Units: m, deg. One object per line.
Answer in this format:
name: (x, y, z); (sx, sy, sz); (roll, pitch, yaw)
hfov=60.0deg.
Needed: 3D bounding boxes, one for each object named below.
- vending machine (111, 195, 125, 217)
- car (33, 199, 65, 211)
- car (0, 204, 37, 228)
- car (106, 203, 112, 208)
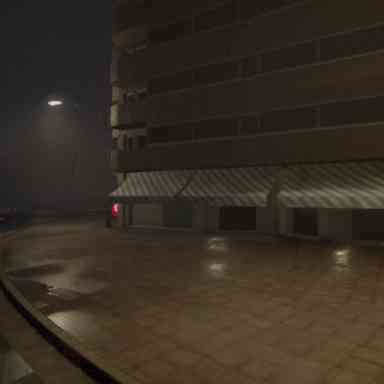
vending machine: (-7.345, 1.365, 33.035); (1.100, 2.100, 0.880); (0, 0, 14)
car: (-19.321, 1.713, 44.487); (1.882, 1.535, 5.008); (0, 0, 25)
car: (-12.692, 1.725, 22.989); (1.895, 1.301, 4.718); (0, 0, -6)
car: (-11.292, 1.758, 51.881); (2.128, 1.511, 4.902); (0, 0, 32)
